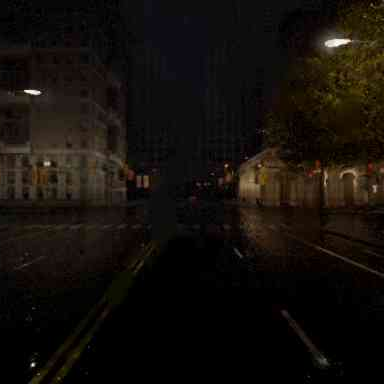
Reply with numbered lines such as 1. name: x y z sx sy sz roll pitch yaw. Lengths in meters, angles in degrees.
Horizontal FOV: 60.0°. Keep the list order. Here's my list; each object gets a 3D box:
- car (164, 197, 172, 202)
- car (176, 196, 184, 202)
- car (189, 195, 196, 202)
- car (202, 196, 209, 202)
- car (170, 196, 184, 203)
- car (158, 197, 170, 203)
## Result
1. car: -6.788 1.999 95.154 1.994 1.385 4.181 0 0 1
2. car: -3.288 1.986 95.131 2.033 1.411 5.357 0 0 1
3. car: 0.180 1.719 92.037 2.097 1.767 4.553 0 0 1
4. car: 3.680 1.904 92.031 2.033 1.411 5.357 0 0 1
5. car: -3.459 1.876 78.705 1.837 1.490 4.892 0 0 1
6. car: -6.959 1.876 78.720 1.837 1.490 4.892 0 0 1
